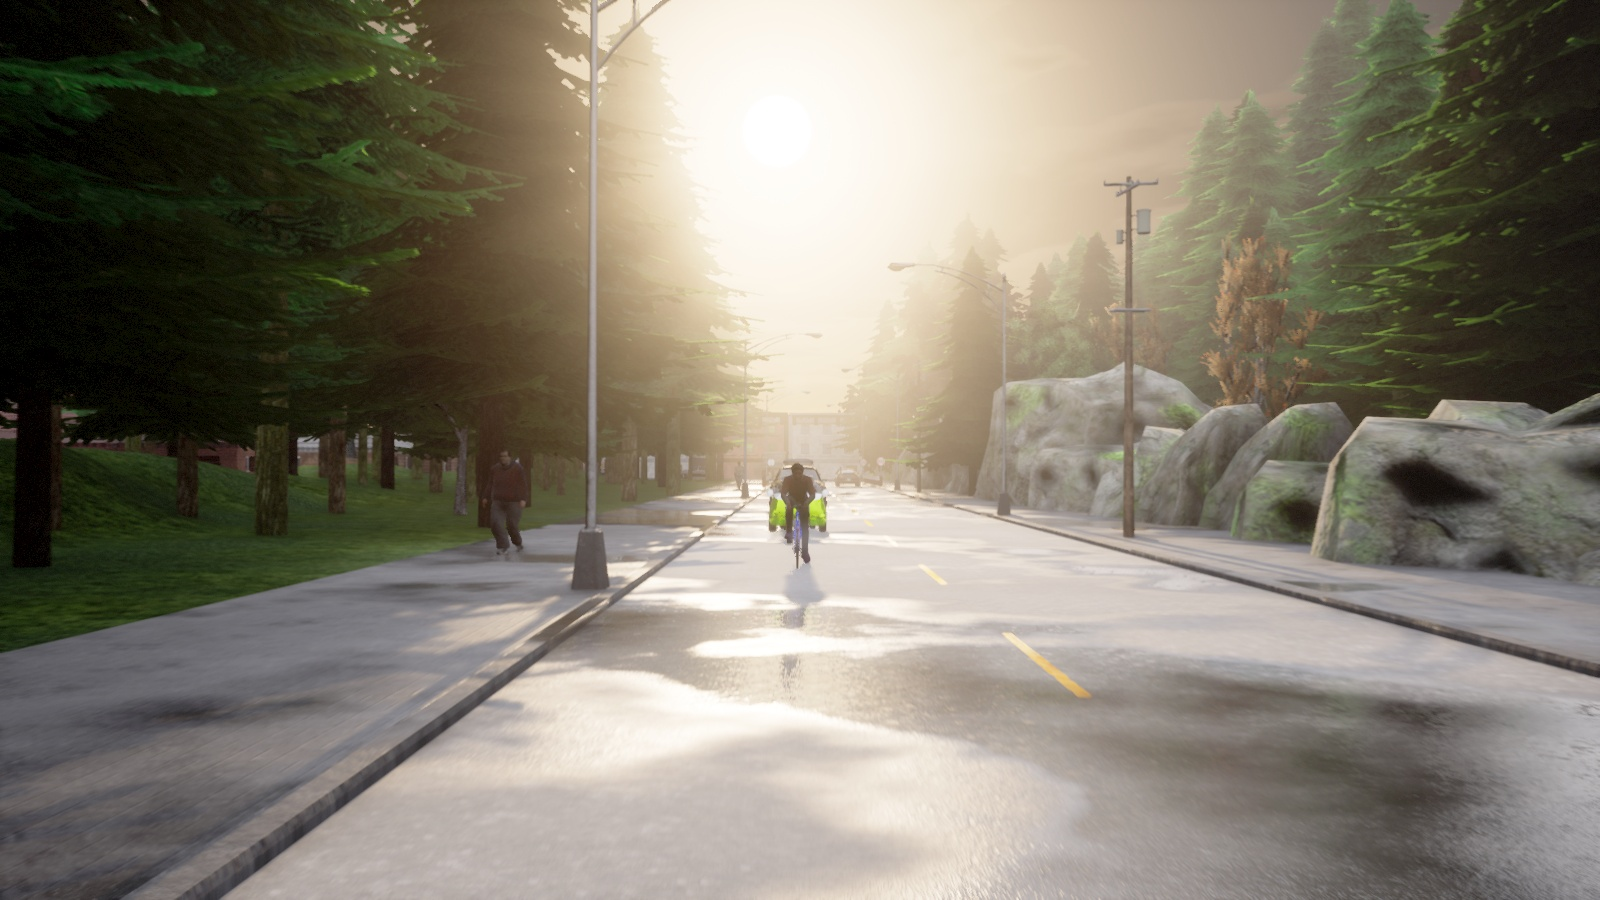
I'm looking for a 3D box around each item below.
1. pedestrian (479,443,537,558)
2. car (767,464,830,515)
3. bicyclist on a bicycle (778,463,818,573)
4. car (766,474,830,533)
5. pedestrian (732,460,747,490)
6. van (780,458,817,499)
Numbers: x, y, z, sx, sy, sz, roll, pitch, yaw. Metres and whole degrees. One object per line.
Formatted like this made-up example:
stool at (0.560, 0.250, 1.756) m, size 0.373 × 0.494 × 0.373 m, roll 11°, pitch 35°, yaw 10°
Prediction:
pedestrian at (-4.772, 0.810, 20.558) m, size 0.634 × 1.844 × 0.899 m, roll 0°, pitch -1°, yaw 9°
car at (-0.057, 1.315, 43.444) m, size 2.033 × 1.649 × 4.856 m, roll 0°, pitch -1°, yaw 0°
bicyclist on a bicycle at (-0.031, 1.019, 19.404) m, size 0.582 × 1.620 × 1.656 m, roll 0°, pitch 0°, yaw 0°
car at (-0.043, 1.268, 30.467) m, size 1.481 × 1.376 × 2.207 m, roll 0°, pitch -1°, yaw 0°
pedestrian at (-3.828, 1.589, 79.516) m, size 0.874 × 1.855 × 0.900 m, roll 0°, pitch -1°, yaw 0°
van at (-0.079, 1.397, 62.928) m, size 1.775 × 1.987 × 4.442 m, roll 0°, pitch -1°, yaw 0°
